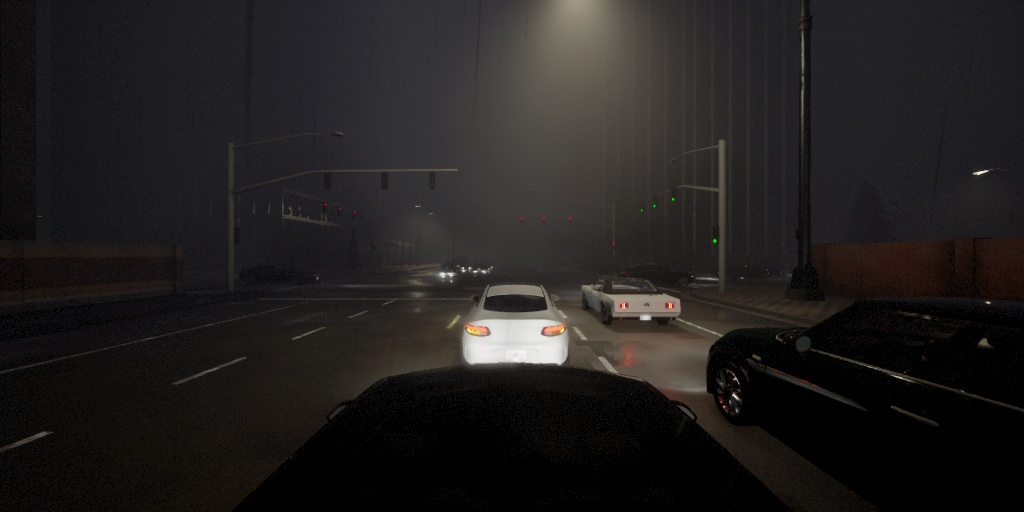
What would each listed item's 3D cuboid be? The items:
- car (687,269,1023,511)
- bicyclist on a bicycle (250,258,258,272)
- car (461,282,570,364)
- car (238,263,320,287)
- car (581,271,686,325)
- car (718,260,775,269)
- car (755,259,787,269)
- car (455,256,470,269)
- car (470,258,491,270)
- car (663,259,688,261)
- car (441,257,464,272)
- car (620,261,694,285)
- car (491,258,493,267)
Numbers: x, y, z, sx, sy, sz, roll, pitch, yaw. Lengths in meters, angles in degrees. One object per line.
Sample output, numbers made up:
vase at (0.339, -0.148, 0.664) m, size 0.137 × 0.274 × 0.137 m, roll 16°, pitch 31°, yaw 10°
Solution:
car at (3.599, 1.102, 2.870) m, size 2.097 × 1.767 × 4.553 m, roll 0°, pitch 0°, yaw 0°
bicyclist on a bicycle at (-28.411, 1.051, 39.488) m, size 0.582 × 1.620 × 1.656 m, roll 0°, pitch 0°, yaw -1°
car at (0.058, 1.276, 7.554) m, size 1.812 × 1.442 × 4.674 m, roll 0°, pitch 0°, yaw 0°
car at (-15.565, 1.242, 24.128) m, size 4.902 × 1.511 × 2.128 m, roll 0°, pitch 0°, yaw -1°
car at (3.562, 1.351, 11.772) m, size 1.895 × 1.301 × 4.718 m, roll 0°, pitch 0°, yaw 0°
car at (20.187, 1.314, 31.671) m, size 4.181 × 1.385 × 1.994 m, roll 0°, pitch 0°, yaw -1°
car at (24.228, 1.102, 35.207) m, size 4.553 × 1.767 × 2.097 m, roll 0°, pitch 0°, yaw -1°
car at (-8.003, 0.971, 56.073) m, size 2.150 × 2.045 × 5.566 m, roll 0°, pitch 0°, yaw -1°
car at (-4.427, 1.314, 50.793) m, size 1.994 × 1.385 × 4.181 m, roll 0°, pitch 0°, yaw -1°
car at (15.336, 1.102, 35.125) m, size 4.553 × 1.767 × 2.097 m, roll 0°, pitch 0°, yaw 0°
car at (-7.895, 1.241, 46.226) m, size 2.128 × 1.511 × 4.902 m, roll 0°, pitch 0°, yaw 1°
car at (9.746, 1.255, 24.371) m, size 4.892 × 1.490 × 1.837 m, roll 0°, pitch 0°, yaw -1°
car at (-4.551, 1.276, 59.408) m, size 1.812 × 1.442 × 4.674 m, roll 0°, pitch 0°, yaw -1°
